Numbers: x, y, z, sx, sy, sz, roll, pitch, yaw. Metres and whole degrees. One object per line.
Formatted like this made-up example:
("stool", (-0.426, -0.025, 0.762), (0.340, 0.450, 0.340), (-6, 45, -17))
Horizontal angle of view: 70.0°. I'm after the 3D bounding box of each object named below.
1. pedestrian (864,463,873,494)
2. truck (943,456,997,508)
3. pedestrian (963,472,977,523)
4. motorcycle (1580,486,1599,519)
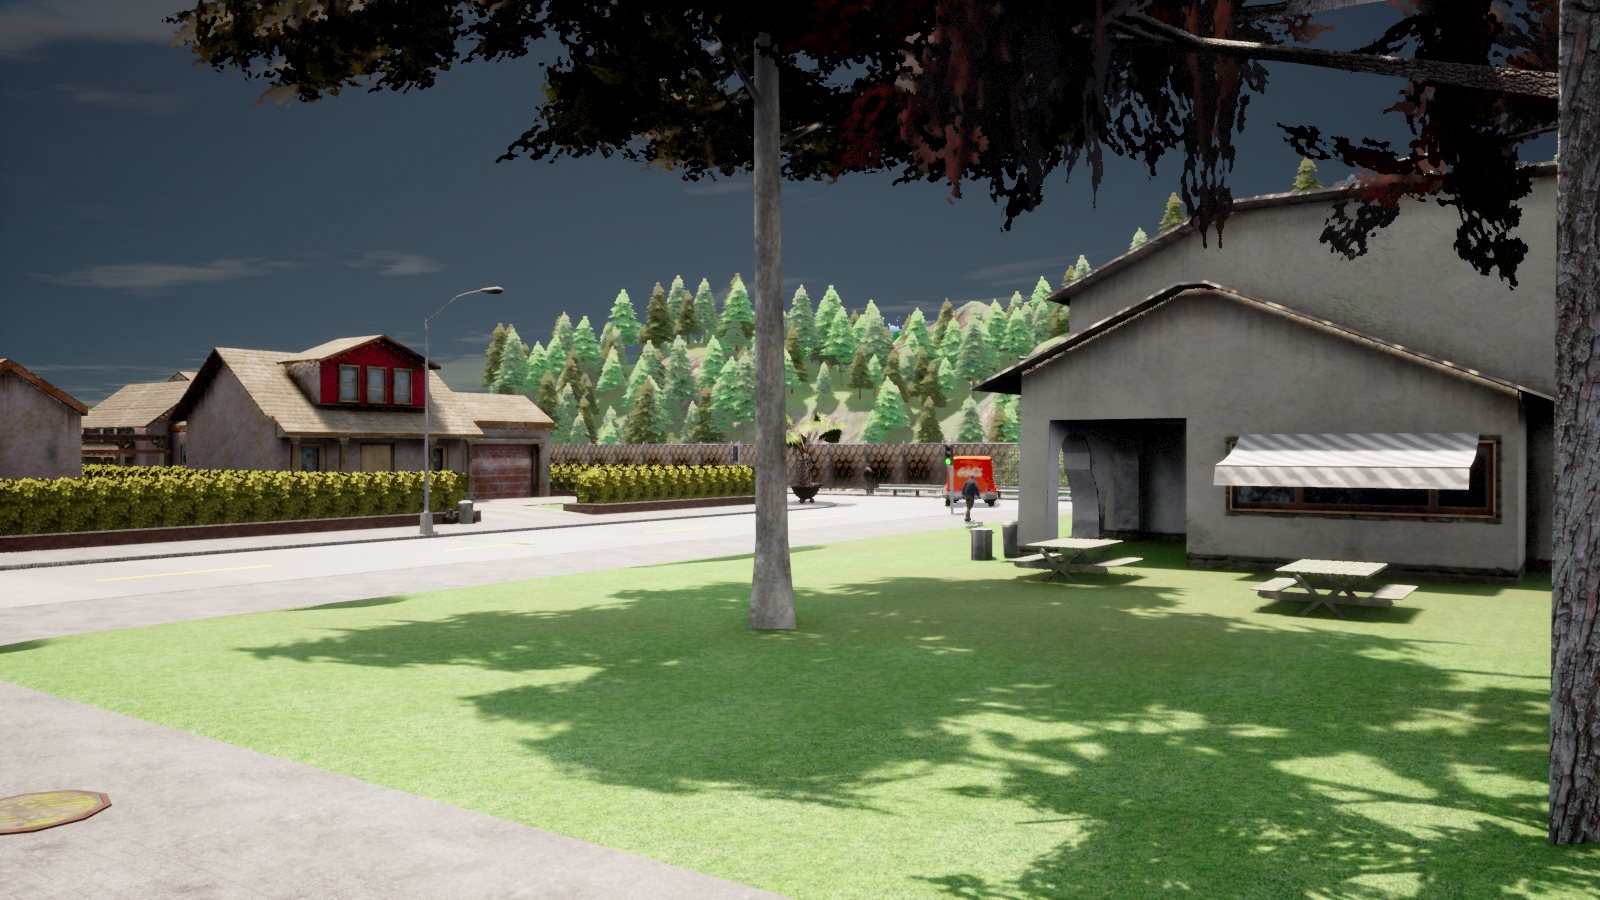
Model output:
("pedestrian", (4.148, 1.745, 69.398), (0.375, 1.860, 0.375), (0, 0, 45))
("truck", (8.743, 1.572, 58.632), (2.627, 2.467, 5.204), (0, 0, 9))
("pedestrian", (6.250, 1.737, 42.062), (0.375, 1.860, 0.375), (0, 0, 35))
("motorcycle", (33.181, 2.155, 46.496), (2.356, 1.307, 0.764), (0, 0, 35))
